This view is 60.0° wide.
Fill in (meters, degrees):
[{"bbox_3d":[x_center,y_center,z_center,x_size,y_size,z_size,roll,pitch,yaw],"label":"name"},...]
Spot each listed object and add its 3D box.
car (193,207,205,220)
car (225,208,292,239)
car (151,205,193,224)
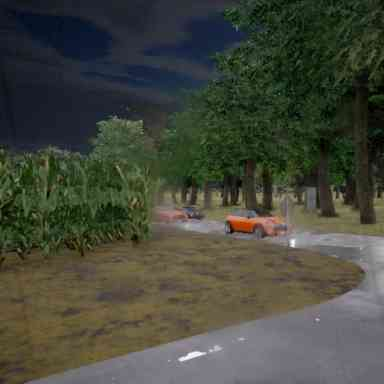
[{"bbox_3d":[-0.692,2.254,35.157,2.033,1.411,5.357,-1,-1,-29],"label":"car"},{"bbox_3d":[4.013,1.809,20.705,2.097,1.767,4.553,-1,-1,-29],"label":"car"},{"bbox_3d":[-2.197,2.054,31.801,2.097,1.767,4.553,-1,-1,-29],"label":"car"}]
